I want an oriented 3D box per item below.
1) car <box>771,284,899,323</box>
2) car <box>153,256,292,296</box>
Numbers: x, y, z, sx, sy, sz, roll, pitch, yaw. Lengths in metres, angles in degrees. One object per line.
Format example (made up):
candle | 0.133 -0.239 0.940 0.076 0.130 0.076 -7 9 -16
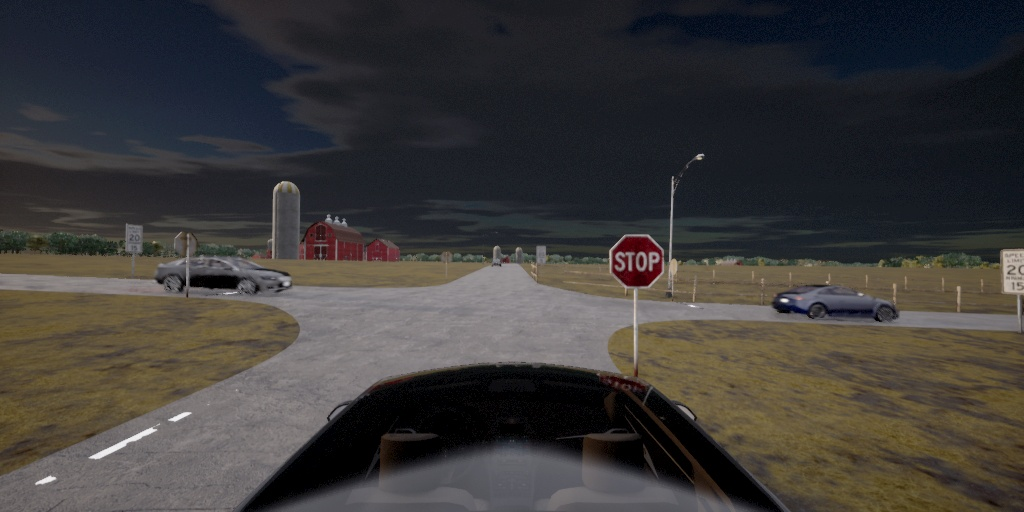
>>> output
car | 13.397 1.913 15.021 4.181 1.385 1.994 2 -1 0
car | -11.774 0.778 14.824 4.902 1.511 2.128 3 -1 0
